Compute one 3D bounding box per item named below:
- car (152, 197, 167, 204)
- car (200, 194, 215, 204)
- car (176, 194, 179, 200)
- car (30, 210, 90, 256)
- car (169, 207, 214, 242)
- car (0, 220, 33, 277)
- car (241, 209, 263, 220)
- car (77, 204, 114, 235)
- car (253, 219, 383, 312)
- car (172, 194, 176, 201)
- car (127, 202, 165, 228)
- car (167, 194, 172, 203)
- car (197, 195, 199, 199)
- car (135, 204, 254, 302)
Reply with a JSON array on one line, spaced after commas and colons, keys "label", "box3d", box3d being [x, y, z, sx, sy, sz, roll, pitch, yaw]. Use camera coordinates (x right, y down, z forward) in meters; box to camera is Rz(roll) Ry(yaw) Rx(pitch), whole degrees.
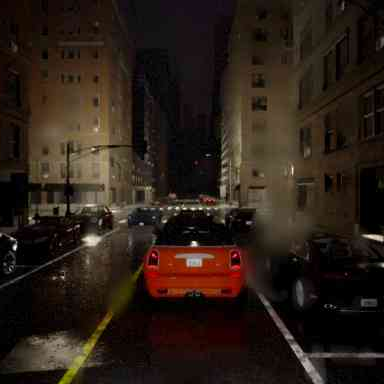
[{"label": "car", "box3d": [-5.664, 1.604, 55.640, 1.802, 1.307, 4.206, 0, 0, 0]}, {"label": "car", "box3d": [2.860, 1.463, 55.631, 1.967, 1.590, 4.097, 0, 0, 0]}, {"label": "car", "box3d": [-5.617, 1.434, 93.500, 2.192, 1.841, 5.009, 0, 0, 0]}, {"label": "car", "box3d": [-5.676, 1.579, 13.036, 1.802, 1.307, 4.206, 0, 0, 0]}, {"label": "car", "box3d": [-0.005, 1.560, 17.056, 1.994, 1.385, 4.181, 0, 0, 0]}, {"label": "car", "box3d": [-5.673, 1.564, 7.534, 1.947, 1.339, 4.313, 0, 0, 0]}, {"label": "car", "box3d": [2.847, 1.562, 18.541, 1.947, 1.339, 4.313, 0, 0, 0]}, {"label": "car", "box3d": [-5.679, 1.436, 18.537, 1.967, 1.590, 4.097, 0, 0, 0]}, {"label": "car", "box3d": [2.852, 1.549, 7.539, 2.008, 1.369, 4.403, 0, 0, 0]}, {"label": "car", "box3d": [-5.630, 1.606, 82.512, 1.752, 1.417, 4.829, 0, 0, 0]}, {"label": "car", "box3d": [-3.011, 1.597, 22.013, 1.895, 1.301, 4.718, 0, 0, 0]}, {"label": "car", "box3d": [-5.650, 1.591, 66.457, 2.008, 1.369, 4.403, 0, 0, 0]}, {"label": "car", "box3d": [2.888, 1.506, 77.267, 1.967, 1.590, 4.097, 0, 0, 0]}, {"label": "car", "box3d": [0.059, 1.350, 8.402, 2.097, 1.767, 4.553, 0, 0, 0]}]
